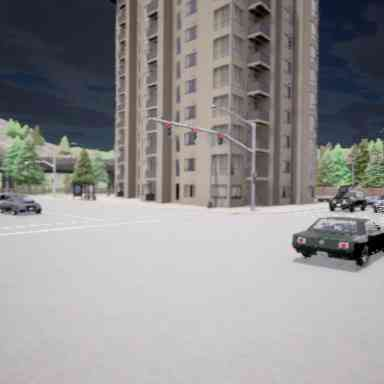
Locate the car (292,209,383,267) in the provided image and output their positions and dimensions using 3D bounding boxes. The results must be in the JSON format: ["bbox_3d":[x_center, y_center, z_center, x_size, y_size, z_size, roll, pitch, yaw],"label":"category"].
[{"bbox_3d":[5.243,1.479,11.171,1.895,1.301,4.718,1,1,42],"label":"car"}]

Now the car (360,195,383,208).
[{"bbox_3d":[22.620,1.156,40.861,2.033,1.411,5.357,1,1,43],"label":"car"}]

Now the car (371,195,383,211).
[{"bbox_3d":[18.939,1.061,31.681,2.097,1.767,4.553,1,1,42],"label":"car"}]

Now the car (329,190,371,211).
[{"bbox_3d":[15.693,0.873,33.318,2.150,2.045,5.566,1,1,43],"label":"car"}]

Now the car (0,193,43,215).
[{"bbox_3d":[-13.495,1.027,26.180,4.181,1.385,1.994,1,1,42],"label":"car"}]
